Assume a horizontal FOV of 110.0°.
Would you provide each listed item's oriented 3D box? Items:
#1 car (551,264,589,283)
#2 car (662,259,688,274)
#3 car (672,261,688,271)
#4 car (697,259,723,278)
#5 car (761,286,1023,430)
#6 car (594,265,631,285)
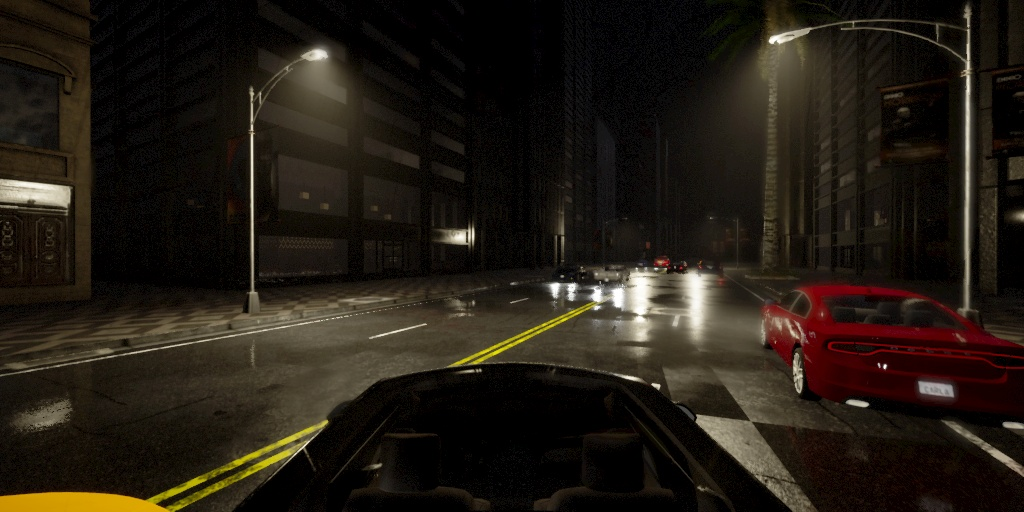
[{"bbox_3d":[4.599,1.321,28.109,1.994,1.385,4.181,0,0,27],"label":"car"},{"bbox_3d":[18.671,1.316,40.794,2.033,1.411,5.357,0,0,27],"label":"car"},{"bbox_3d":[23.563,1.379,50.290,1.895,1.301,4.718,0,0,27],"label":"car"},{"bbox_3d":[19.308,1.117,34.971,2.097,1.767,4.553,0,0,27],"label":"car"},{"bbox_3d":[5.517,1.228,5.902,1.882,1.535,5.008,0,0,27],"label":"car"},{"bbox_3d":[7.542,1.358,26.729,1.895,1.301,4.718,0,0,27],"label":"car"}]
